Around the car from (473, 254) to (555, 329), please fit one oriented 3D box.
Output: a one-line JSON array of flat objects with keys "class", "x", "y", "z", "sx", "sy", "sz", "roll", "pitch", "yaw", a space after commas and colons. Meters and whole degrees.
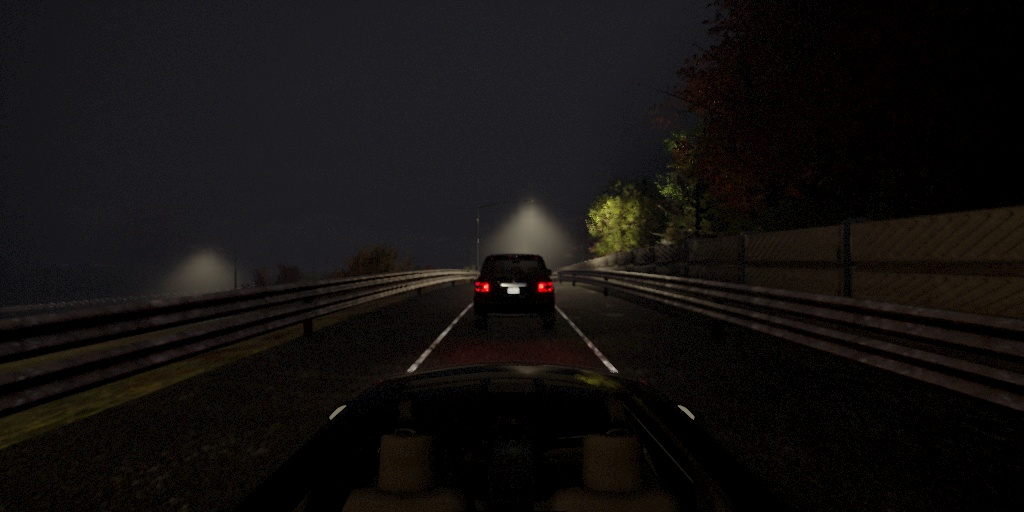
[{"class": "car", "x": 0.113, "y": 0.983, "z": 11.371, "sx": 2.150, "sy": 2.045, "sz": 5.566, "roll": 0, "pitch": -1, "yaw": 2}]
